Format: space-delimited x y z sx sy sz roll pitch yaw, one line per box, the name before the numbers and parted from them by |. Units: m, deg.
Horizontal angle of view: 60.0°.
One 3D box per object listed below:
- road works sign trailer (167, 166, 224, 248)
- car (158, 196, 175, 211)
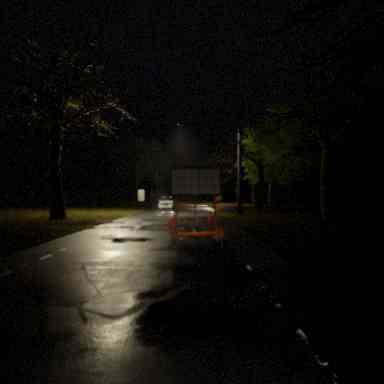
road works sign trailer | 0.154 0.579 15.463 2.380 3.560 2.880 0 0 -5
car | -3.605 1.635 47.976 2.150 2.045 5.566 0 -1 0
